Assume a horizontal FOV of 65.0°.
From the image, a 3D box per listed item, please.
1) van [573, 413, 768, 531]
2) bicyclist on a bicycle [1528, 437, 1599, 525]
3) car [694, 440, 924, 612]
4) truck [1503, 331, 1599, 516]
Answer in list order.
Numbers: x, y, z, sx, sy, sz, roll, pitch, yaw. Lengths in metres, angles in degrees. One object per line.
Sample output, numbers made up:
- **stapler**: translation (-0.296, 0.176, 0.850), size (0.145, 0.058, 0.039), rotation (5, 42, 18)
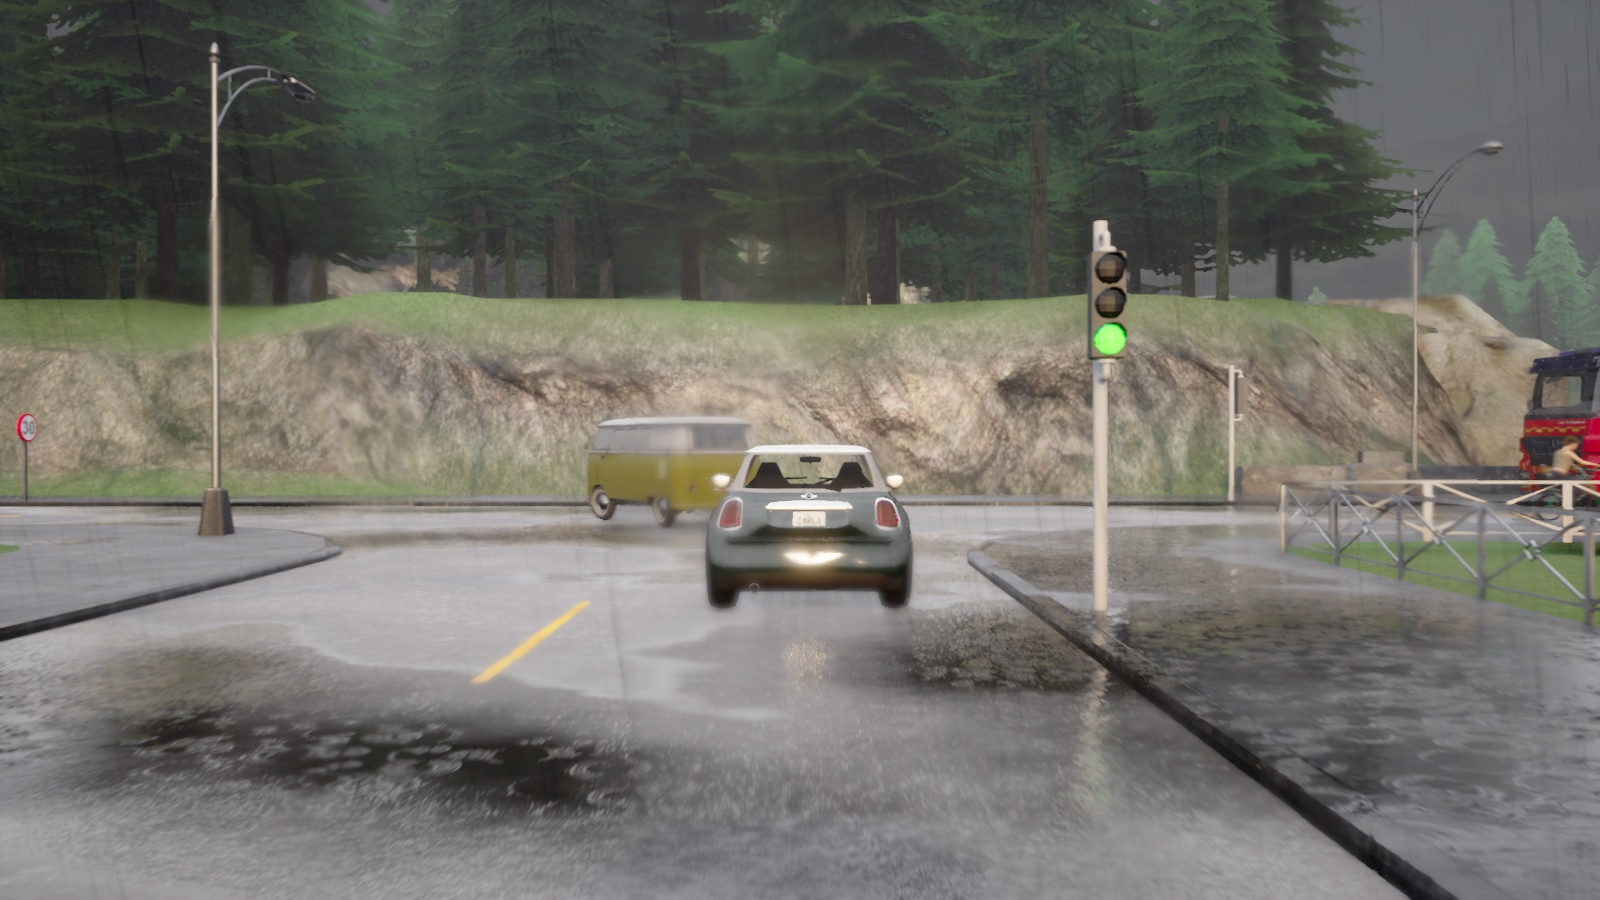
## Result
- **van**: translation (-2.549, 0.364, 23.616), size (1.775, 1.987, 4.442), rotation (0, 0, -34)
- **bicyclist on a bicycle**: translation (14.571, 0.563, 23.399), size (1.509, 1.612, 0.866), rotation (0, 0, 0)
- **car**: translation (0.088, 0.641, 12.669), size (1.970, 1.475, 3.806), rotation (0, 0, 0)
- **truck**: translation (20.387, -0.556, 27.378), size (8.468, 3.827, 2.891), rotation (0, 0, 0)
